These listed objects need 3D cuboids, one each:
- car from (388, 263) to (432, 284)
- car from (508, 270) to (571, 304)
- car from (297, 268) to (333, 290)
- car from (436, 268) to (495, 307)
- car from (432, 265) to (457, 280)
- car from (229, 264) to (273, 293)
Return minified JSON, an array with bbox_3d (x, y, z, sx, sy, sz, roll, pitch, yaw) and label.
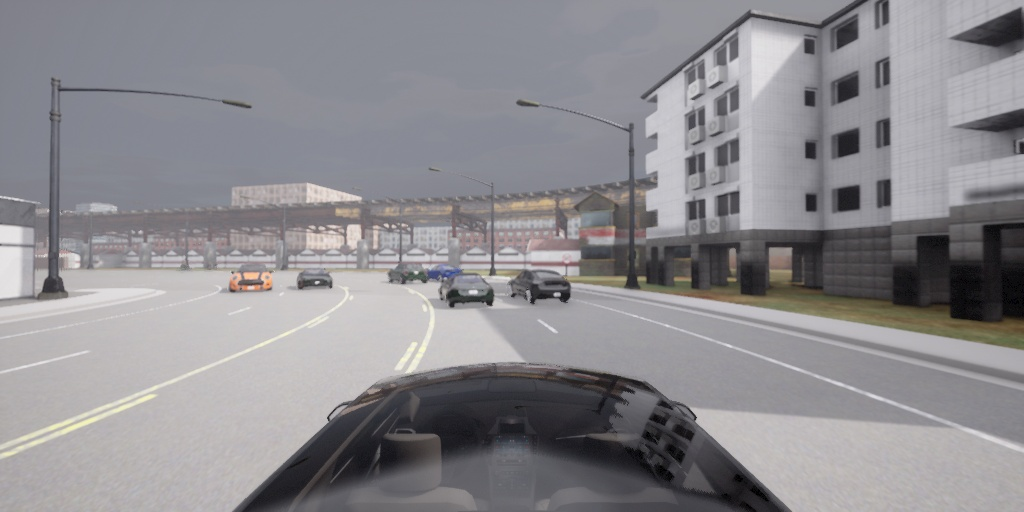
[{"bbox_3d":[-8.880,1.378,30.258,2.097,1.767,4.553,0,-1,-36],"label":"car"},{"bbox_3d":[1.193,1.404,17.505,1.837,1.490,4.892,0,0,-17],"label":"car"},{"bbox_3d":[-13.701,1.549,24.897,1.994,1.385,4.181,0,-1,-33],"label":"car"},{"bbox_3d":[-2.165,1.455,16.509,1.994,1.385,4.181,0,-1,-17],"label":"car"},{"bbox_3d":[-6.283,1.524,32.607,1.882,1.535,5.008,0,0,-37],"label":"car"},{"bbox_3d":[-16.712,1.320,23.127,2.097,1.767,4.553,0,0,-34],"label":"car"}]
